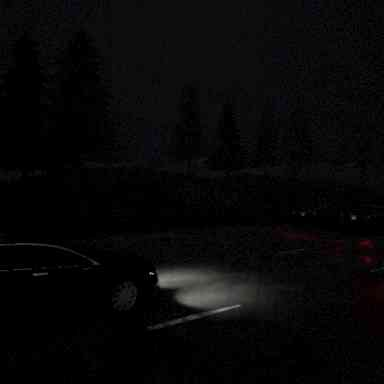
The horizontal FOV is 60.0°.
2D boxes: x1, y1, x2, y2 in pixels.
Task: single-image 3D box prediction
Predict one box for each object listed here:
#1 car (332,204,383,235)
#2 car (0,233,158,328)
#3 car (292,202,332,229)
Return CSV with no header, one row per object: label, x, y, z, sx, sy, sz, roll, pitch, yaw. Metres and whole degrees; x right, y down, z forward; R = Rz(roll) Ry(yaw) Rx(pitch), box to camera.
car,10.922,1.533,20.149,4.553,1.767,2.097,1,0,-36
car,-2.939,1.511,5.949,4.892,1.490,1.837,1,-1,-36
car,9.026,1.534,23.096,4.553,1.767,2.097,1,0,-36
